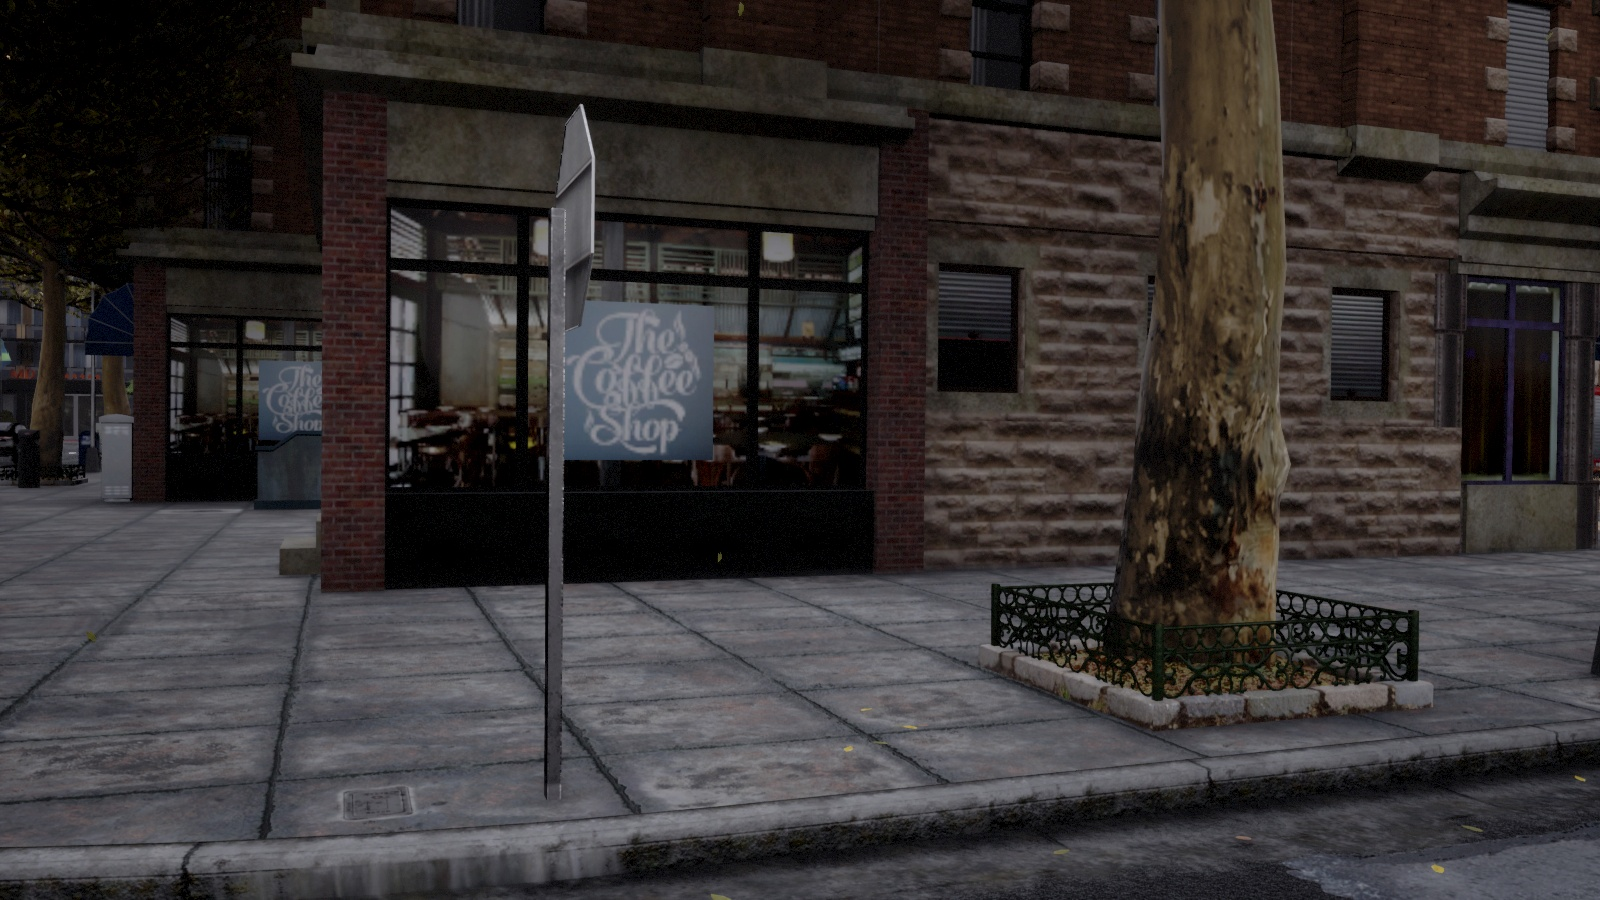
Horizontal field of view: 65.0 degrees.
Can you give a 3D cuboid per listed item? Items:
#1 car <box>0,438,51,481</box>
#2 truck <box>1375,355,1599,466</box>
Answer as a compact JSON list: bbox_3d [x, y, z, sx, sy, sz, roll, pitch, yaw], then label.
[{"bbox_3d":[-29.686,0.314,46.784,2.128,1.511,4.902,-1,1,-20],"label":"car"},{"bbox_3d":[26.330,-1.430,47.900,2.891,3.827,8.468,-1,1,-20],"label":"truck"}]
